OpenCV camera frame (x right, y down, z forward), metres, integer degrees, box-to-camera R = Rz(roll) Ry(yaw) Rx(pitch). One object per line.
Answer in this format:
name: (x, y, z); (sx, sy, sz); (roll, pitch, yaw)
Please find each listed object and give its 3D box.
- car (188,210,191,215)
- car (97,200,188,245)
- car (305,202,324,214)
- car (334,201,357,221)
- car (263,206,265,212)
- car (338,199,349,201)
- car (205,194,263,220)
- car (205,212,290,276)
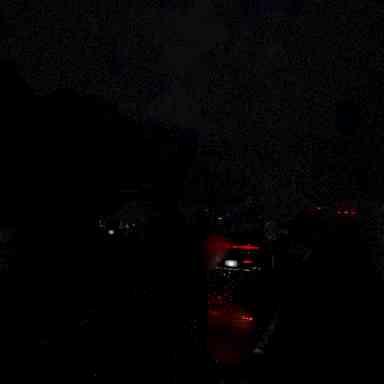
car: (-0.312, 1.455, 22.170); (1.994, 1.385, 4.181); (-1, -1, 24)
car: (-2.514, 1.463, 17.401); (2.150, 2.045, 5.566); (-1, -1, 24)
car: (14.755, 1.910, 40.058); (2.033, 1.411, 5.357); (-1, 0, 24)
car: (14.286, 1.836, 30.916); (2.033, 1.411, 5.357); (-1, -1, 24)
car: (7.269, 1.957, 39.443); (2.033, 1.411, 5.357); (-1, -1, 24)
car: (20.573, 1.707, 45.244); (2.097, 1.767, 4.553); (-1, 0, 24)
car: (2.650, 1.135, 20.840); (2.150, 2.045, 5.566); (-1, -1, 24)
car: (2.012, 1.645, 11.038); (1.837, 1.490, 4.892); (-1, 0, 24)
